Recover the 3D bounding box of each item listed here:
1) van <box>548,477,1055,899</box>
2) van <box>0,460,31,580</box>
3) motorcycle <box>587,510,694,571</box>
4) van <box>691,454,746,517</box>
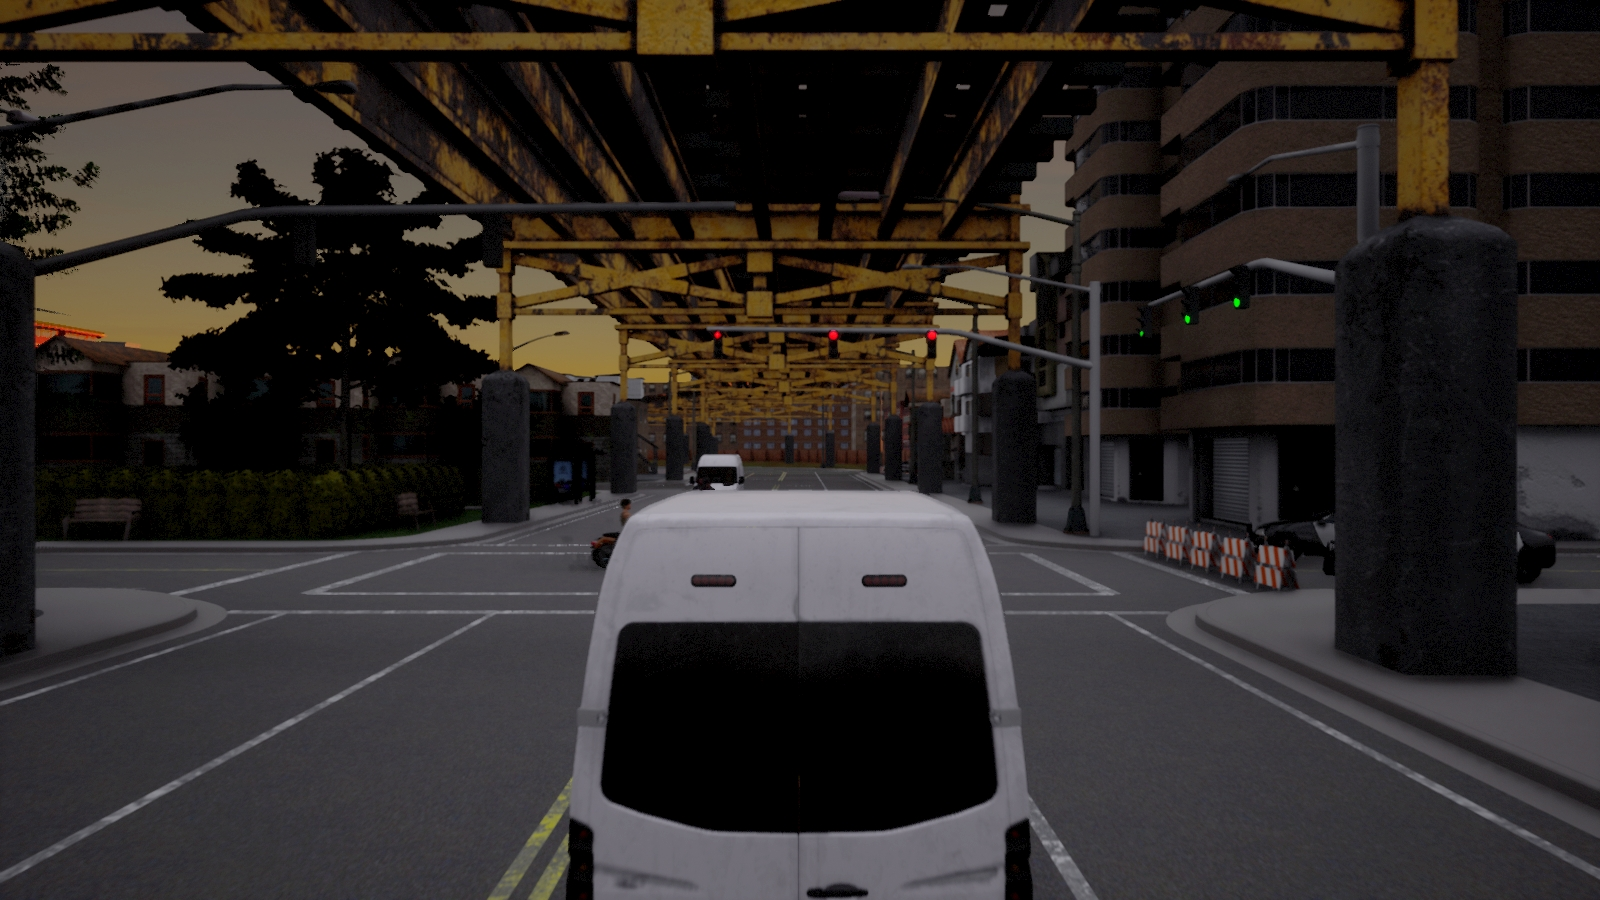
[{"bbox_3d":[0.010,1.525,7.445,1.988,2.561,5.915,0,0,0],"label":"van"},{"bbox_3d":[-20.185,1.507,24.618,5.915,2.561,1.988,0,0,0],"label":"van"},{"bbox_3d":[-3.760,2.113,26.967,2.356,1.332,0.764,0,-2,-28],"label":"motorcycle"},{"bbox_3d":[-3.489,1.481,49.783,1.988,2.561,5.915,0,0,0],"label":"van"}]
